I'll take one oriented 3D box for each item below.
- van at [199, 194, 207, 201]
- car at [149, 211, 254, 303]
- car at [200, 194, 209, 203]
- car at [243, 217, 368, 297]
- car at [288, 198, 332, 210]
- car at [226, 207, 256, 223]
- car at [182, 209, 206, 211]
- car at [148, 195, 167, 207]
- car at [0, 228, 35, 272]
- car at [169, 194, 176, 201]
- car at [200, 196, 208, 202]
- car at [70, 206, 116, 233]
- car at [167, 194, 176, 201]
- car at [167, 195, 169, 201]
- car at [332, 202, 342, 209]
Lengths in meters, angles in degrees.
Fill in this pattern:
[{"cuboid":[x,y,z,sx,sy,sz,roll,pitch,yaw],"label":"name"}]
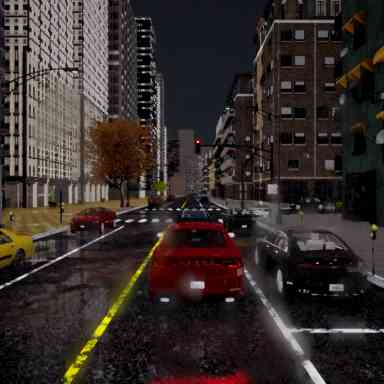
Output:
[{"cuboid":[2.796,1.425,84.981,1.690,1.788,3.998,0,0,0],"label":"van"},{"cuboid":[0.102,1.478,8.294,1.882,1.535,5.008,0,0,0],"label":"car"},{"cuboid":[2.782,1.630,73.934,1.947,1.339,4.313,0,0,0],"label":"car"},{"cuboid":[2.700,1.552,8.389,2.008,1.369,4.403,0,0,0],"label":"car"},{"cuboid":[13.475,1.359,38.848,4.403,1.369,2.008,-1,1,0],"label":"car"},{"cuboid":[2.713,1.555,19.455,2.008,1.369,4.403,0,0,0],"label":"car"},{"cuboid":[0.110,1.605,18.385,1.895,1.301,4.718,0,0,0],"label":"car"},{"cuboid":[-5.627,1.349,51.854,2.192,1.841,5.009,0,0,0],"label":"car"},{"cuboid":[-5.681,1.526,8.230,1.752,1.417,4.829,0,0,0],"label":"car"},{"cuboid":[-5.585,1.650,84.992,1.947,1.339,4.313,0,0,0],"label":"car"},{"cuboid":[2.789,1.599,79.627,1.752,1.417,4.829,0,0,0],"label":"car"},{"cuboid":[-5.667,1.549,19.466,1.887,1.381,4.507,0,0,0],"label":"car"},{"cuboid":[-5.578,1.410,90.514,2.192,1.841,5.009,0,0,0],"label":"car"},{"cuboid":[-5.619,1.607,57.377,1.947,1.339,4.313,0,0,0],"label":"car"},{"cuboid":[18.871,1.259,38.895,4.829,1.417,1.752,-1,1,0],"label":"car"}]
